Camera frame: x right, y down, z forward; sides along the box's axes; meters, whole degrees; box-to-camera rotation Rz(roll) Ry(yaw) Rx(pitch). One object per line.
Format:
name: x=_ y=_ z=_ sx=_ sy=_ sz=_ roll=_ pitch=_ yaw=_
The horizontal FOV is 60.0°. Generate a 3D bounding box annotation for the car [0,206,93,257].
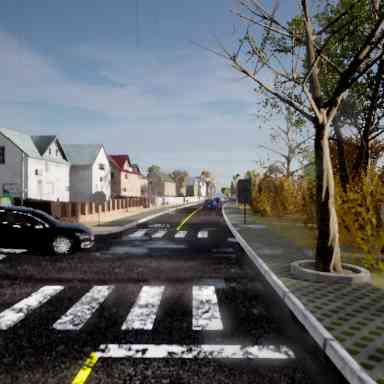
car: x=-6.060 y=1.329 z=11.911 sx=4.892 sy=1.490 sz=1.837 roll=4 pitch=1 yaw=-12

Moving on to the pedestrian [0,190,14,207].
pedestrian: x=-9.528 y=0.792 z=17.001 sx=0.375 sy=1.860 sz=0.375 roll=0 pitch=-3 yaw=0

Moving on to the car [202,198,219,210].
car: x=2.492 y=1.710 z=46.309 sx=1.812 sy=1.442 sz=4.674 roll=0 pitch=0 yaw=5

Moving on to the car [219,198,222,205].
car: x=5.284 y=1.898 z=69.347 sx=1.812 sy=1.442 sz=4.674 roll=0 pitch=-1 yaw=8
